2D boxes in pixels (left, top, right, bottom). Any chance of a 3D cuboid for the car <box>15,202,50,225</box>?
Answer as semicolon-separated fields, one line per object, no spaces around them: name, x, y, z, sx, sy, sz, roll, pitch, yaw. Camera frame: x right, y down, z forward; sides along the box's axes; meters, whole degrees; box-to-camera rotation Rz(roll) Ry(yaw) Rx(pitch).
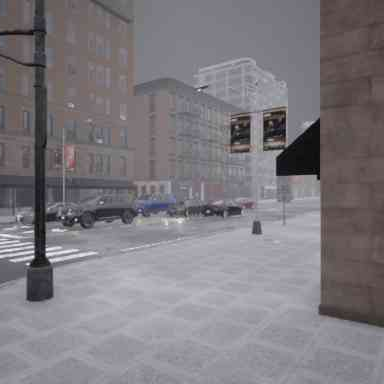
car;-9.398;1.442;22.714;2.128;1.511;4.902;0;0;35

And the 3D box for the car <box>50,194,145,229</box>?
car;-6.014;1.161;21.868;2.150;2.045;5.566;0;0;35

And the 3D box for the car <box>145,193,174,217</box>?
car;-3.702;1.131;30.750;2.150;2.045;5.566;0;0;35

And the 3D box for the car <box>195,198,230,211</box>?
car;2.507;1.465;39.501;1.895;1.301;4.718;0;0;35

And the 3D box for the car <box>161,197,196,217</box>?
car;-0.280;1.402;29.962;1.837;1.490;4.892;0;0;35

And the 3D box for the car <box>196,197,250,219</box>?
car;2.712;1.367;28.216;1.882;1.535;5.008;0;0;35

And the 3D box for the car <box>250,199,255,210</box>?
car;5.565;1.332;38.191;1.882;1.535;5.008;0;0;35
